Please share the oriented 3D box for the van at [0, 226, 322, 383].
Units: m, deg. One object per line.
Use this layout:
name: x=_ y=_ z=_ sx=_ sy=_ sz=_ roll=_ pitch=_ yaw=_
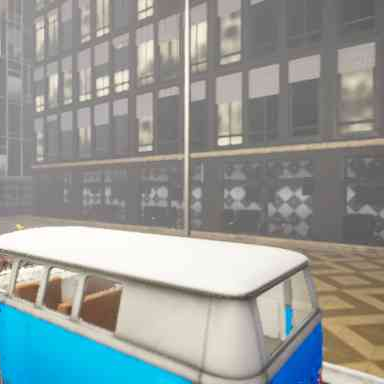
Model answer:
van: x=-0.760 y=1.336 z=3.415 sx=3.998 sy=1.788 sz=1.690 roll=0 pitch=0 yaw=36
